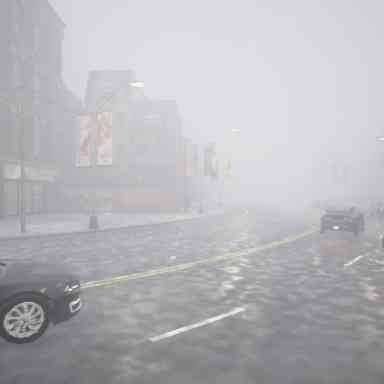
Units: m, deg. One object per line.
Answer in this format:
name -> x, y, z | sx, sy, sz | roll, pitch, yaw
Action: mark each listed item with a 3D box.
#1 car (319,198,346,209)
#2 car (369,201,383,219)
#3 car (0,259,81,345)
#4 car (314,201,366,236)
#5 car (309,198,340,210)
car -> 19.075, 1.537, 45.334 | 1.994, 1.385, 4.181 | 0, 0, 3
car -> 16.409, 1.511, 28.216 | 1.812, 1.442, 4.674 | 0, 0, 18
car -> -4.177, 1.499, 4.840 | 4.892, 1.490, 1.837 | 0, 0, -33
car -> 8.408, 1.494, 18.515 | 1.837, 1.490, 4.892 | 1, 0, 32
car -> 15.294, 1.523, 39.002 | 2.033, 1.411, 5.357 | 0, 0, 6
